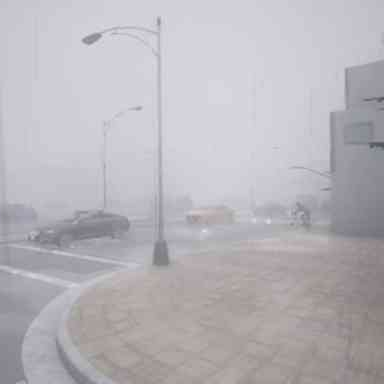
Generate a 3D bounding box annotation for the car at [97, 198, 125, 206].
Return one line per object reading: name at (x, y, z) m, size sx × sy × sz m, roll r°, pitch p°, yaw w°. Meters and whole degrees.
car at (-14.424, 1.845, 57.742) m, size 4.514 × 1.523 × 2.007 m, roll -1°, pitch -1°, yaw 36°

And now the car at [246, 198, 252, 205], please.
car at (9.198, 1.579, 60.061) m, size 3.806 × 1.475 × 1.970 m, roll -1°, pitch -1°, yaw 36°

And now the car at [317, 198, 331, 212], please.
car at (17.114, 1.469, 40.240) m, size 2.097 × 1.767 × 4.553 m, roll -1°, pitch -1°, yaw 36°

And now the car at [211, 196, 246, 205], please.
car at (5.695, 1.494, 54.674) m, size 5.027 × 1.636 × 2.152 m, roll -1°, pitch -1°, yaw 36°

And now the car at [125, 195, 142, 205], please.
car at (-13.428, 2.004, 72.355) m, size 3.806 × 1.475 × 1.970 m, roll -1°, pitch -1°, yaw 36°

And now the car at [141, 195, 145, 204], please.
car at (-10.985, 1.714, 74.691) m, size 3.866 × 1.878 × 1.905 m, roll -1°, pitch -1°, yaw 36°

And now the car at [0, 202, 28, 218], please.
car at (-18.454, 1.794, 33.513) m, size 3.806 × 1.475 × 1.970 m, roll -1°, pitch -1°, yaw 36°

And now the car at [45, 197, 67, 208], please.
car at (-20.320, 1.862, 49.674) m, size 3.633 × 1.501 × 1.845 m, roll -1°, pitch -1°, yaw 36°

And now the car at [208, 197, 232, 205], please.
car at (5.639, 1.729, 67.161) m, size 4.514 × 1.523 × 2.007 m, roll -1°, pitch -1°, yaw 36°

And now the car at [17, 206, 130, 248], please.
car at (-5.162, 1.636, 15.782) m, size 2.128 × 1.511 × 4.902 m, roll -1°, pitch 0°, yaw 37°

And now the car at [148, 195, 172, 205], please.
car at (-6.542, 1.642, 67.414) m, size 4.605 × 1.855 × 1.932 m, roll -1°, pitch -1°, yaw 36°

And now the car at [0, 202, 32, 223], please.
car at (-14.193, 1.695, 26.747) m, size 3.633 × 1.501 × 1.845 m, roll -1°, pitch -1°, yaw 36°

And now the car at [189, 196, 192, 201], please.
car at (-1.812, 1.412, 44.313) m, size 3.866 × 1.878 × 1.905 m, roll -1°, pitch -1°, yaw 36°

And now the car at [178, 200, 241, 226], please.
car at (1.464, 1.627, 24.864) m, size 1.882 × 1.535 × 5.008 m, roll -1°, pitch -1°, yaw 36°

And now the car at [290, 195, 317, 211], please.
car at (14.541, 1.378, 42.824) m, size 2.150 × 2.045 × 5.566 m, roll -1°, pitch 0°, yaw 36°

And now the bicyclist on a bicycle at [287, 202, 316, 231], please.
bicyclist on a bicycle at (6.036, 1.362, 18.420) m, size 1.656 × 1.620 × 0.582 m, roll -1°, pitch -1°, yaw 36°

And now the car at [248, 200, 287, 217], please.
car at (7.892, 1.755, 33.716) m, size 1.895 × 1.301 × 4.718 m, roll -1°, pitch -1°, yaw 36°

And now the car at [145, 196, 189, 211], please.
car at (-3.182, 1.426, 41.718) m, size 4.605 × 1.855 × 1.932 m, roll -1°, pitch -1°, yaw 36°
